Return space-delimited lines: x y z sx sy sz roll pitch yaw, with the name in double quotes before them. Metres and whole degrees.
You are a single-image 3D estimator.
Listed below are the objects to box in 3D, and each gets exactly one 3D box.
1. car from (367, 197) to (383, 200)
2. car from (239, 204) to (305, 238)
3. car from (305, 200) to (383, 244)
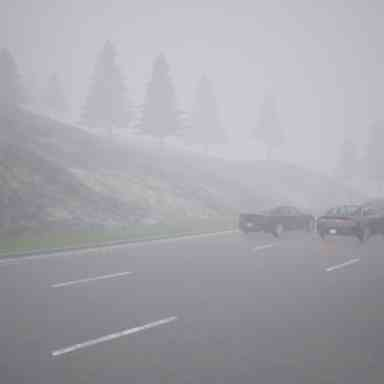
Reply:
"car" 16.091 1.200 28.380 4.892 1.490 1.837 -2 1 -44
"car" 4.465 1.353 17.059 5.008 1.535 1.882 0 0 -43
"car" 7.439 1.343 15.067 4.902 1.511 2.128 -1 0 -44
